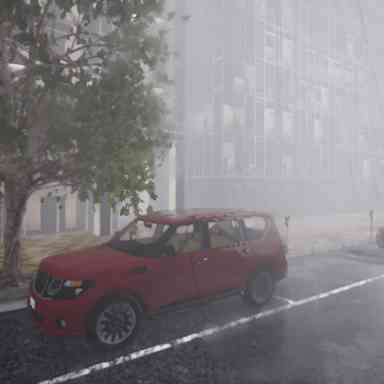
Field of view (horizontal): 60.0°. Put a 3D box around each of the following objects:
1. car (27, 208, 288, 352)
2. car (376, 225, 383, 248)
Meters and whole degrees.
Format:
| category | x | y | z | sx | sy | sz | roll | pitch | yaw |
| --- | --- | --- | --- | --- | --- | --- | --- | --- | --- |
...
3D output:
| category | x | y | z | sx | sy | sz | roll | pitch | yaw |
| --- | --- | --- | --- | --- | --- | --- | --- | --- | --- |
| car | -0.294 | 1.295 | 6.342 | 5.009 | 1.841 | 2.192 | 0 | 1 | -36 |
| car | 8.903 | 1.454 | 12.934 | 4.507 | 1.381 | 1.887 | 0 | 1 | -36 |
